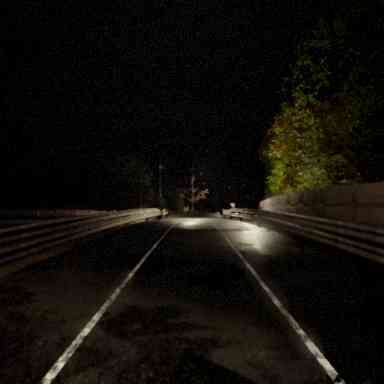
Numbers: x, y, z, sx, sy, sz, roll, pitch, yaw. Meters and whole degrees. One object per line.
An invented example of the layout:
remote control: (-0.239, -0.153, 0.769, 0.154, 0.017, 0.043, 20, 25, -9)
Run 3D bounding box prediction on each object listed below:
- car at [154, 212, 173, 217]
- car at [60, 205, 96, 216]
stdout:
car: (-5.859, 4.246, 64.148, 1.895, 1.301, 4.718, -3, -5, 41)
car: (-17.878, 3.108, 52.375, 5.566, 2.045, 2.150, 3, -5, -41)
